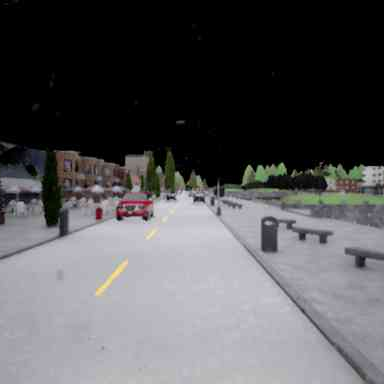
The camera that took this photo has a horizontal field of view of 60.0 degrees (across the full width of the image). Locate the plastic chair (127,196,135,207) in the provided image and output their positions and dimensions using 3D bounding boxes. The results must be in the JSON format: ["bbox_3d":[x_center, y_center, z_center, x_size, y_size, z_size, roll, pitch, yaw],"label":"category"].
[{"bbox_3d":[-7.466,1.163,40.542,0.730,1.271,0.750,0,1,-40],"label":"plastic chair"}]

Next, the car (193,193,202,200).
[{"bbox_3d":[1.165,0.910,70.518,1.837,1.490,4.892,0,0,0],"label":"car"}]

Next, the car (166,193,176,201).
[{"bbox_3d":[-4.042,0.995,65.105,2.033,1.411,5.357,0,0,0],"label":"car"}]

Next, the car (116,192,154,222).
[{"bbox_3d":[-4.111,1.014,24.858,2.150,2.045,5.566,0,0,0],"label":"car"}]

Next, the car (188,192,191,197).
[{"bbox_3d":[-0.043,0.689,88.026,1.994,1.385,4.181,0,0,0],"label":"car"}]

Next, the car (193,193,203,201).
[{"bbox_3d":[1.168,0.981,64.518,1.812,1.442,4.674,0,0,0],"label":"car"}]

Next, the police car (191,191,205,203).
[{"bbox_3d":[1.156,0.963,54.631,1.930,1.638,5.238,0,0,0],"label":"police car"}]
